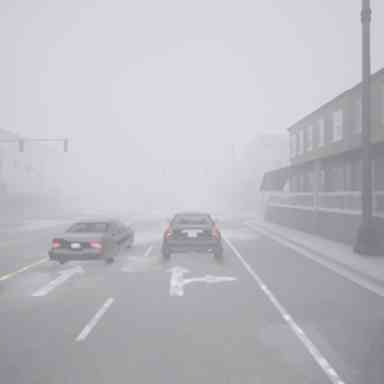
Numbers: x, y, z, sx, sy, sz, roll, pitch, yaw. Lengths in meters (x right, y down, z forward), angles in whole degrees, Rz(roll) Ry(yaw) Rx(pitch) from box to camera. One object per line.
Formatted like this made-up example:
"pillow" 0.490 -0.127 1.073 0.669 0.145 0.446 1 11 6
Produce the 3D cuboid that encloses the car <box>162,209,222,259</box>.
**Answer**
"car" 0.023 1.498 13.406 2.097 1.767 4.553 0 -1 0

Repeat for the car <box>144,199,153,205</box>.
"car" -10.469 2.352 80.303 1.882 1.535 5.008 0 -1 0

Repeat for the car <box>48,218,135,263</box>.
"car" -3.487 1.685 12.496 2.033 1.411 5.357 0 -1 0
